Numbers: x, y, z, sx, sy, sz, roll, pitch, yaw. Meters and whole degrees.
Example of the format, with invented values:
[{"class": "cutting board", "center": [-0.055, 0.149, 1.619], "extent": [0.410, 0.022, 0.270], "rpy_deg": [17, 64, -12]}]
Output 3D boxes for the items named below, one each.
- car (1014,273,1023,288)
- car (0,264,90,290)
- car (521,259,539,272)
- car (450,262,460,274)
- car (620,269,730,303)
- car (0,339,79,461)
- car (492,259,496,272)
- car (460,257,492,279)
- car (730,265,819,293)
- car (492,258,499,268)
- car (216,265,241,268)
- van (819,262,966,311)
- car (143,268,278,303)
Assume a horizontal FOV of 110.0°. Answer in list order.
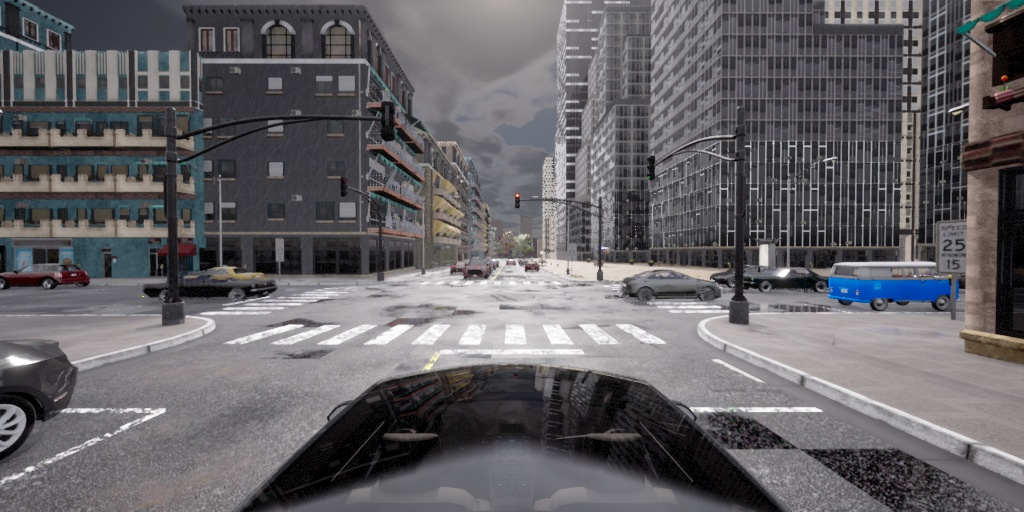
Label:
[{"class": "car", "center": [24.591, 1.215, 19.663], "extent": [5.357, 1.411, 2.033], "rpy_deg": [0, 1, 0]}, {"class": "car", "center": [-28.839, 1.187, 22.018], "extent": [4.097, 1.591, 1.967], "rpy_deg": [0, 0, 0]}, {"class": "car", "center": [2.526, 1.284, 45.920], "extent": [1.888, 1.381, 4.507], "rpy_deg": [0, 0, 0]}, {"class": "car", "center": [-5.804, 1.284, 40.189], "extent": [1.888, 1.381, 4.507], "rpy_deg": [0, 0, 0]}, {"class": "car", "center": [7.148, 1.314, 16.384], "extent": [4.181, 1.385, 1.994], "rpy_deg": [0, 1, 0]}, {"class": "car", "center": [-5.690, 1.300, 2.123], "extent": [2.007, 1.370, 4.403], "rpy_deg": [0, 0, 0]}, {"class": "car", "center": [-3.214, 1.340, 41.501], "extent": [1.895, 1.301, 4.718], "rpy_deg": [0, 0, 0]}, {"class": "car", "center": [-3.166, 1.093, 32.472], "extent": [2.097, 1.767, 4.553], "rpy_deg": [0, 0, -1]}, {"class": "car", "center": [14.804, 1.287, 19.622], "extent": [4.718, 1.301, 1.895], "rpy_deg": [0, 1, 0]}, {"class": "car", "center": [-3.242, 1.339, 51.564], "extent": [1.895, 1.301, 4.718], "rpy_deg": [0, 0, 0]}, {"class": "car", "center": [-17.941, 1.244, 22.069], "extent": [4.829, 1.417, 1.751], "rpy_deg": [0, 0, 0]}, {"class": "van", "center": [14.655, 1.115, 13.840], "extent": [3.998, 1.789, 1.690], "rpy_deg": [0, 0, 0]}, {"class": "car", "center": [-13.607, 1.395, 16.438], "extent": [4.718, 1.301, 1.895], "rpy_deg": [0, 1, -3]}]
